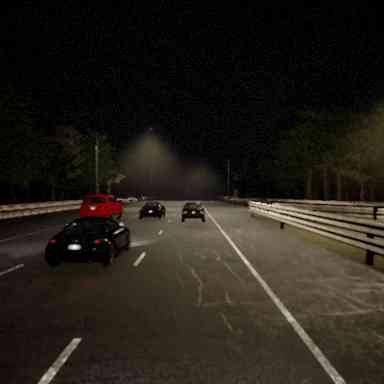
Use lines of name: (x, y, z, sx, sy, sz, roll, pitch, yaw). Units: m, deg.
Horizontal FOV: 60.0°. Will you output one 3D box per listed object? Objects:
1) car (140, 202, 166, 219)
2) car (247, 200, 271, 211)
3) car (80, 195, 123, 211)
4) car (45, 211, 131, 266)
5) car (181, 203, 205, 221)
car: (-3.399, 1.583, 29.417, 1.994, 1.385, 4.181, 0, 0, 0)
car: (8.410, 1.641, 40.789, 1.994, 1.385, 4.181, 0, 0, -20)
car: (-6.900, 1.236, 25.816, 2.150, 2.045, 5.566, 0, 0, 0)
car: (-3.401, 1.570, 11.632, 1.994, 1.385, 4.181, 0, 0, 0)
car: (0.099, 1.564, 27.228, 2.033, 1.411, 5.357, 0, 0, 0)
